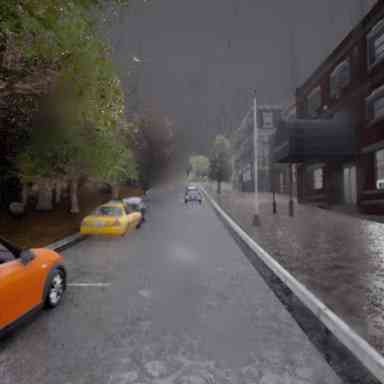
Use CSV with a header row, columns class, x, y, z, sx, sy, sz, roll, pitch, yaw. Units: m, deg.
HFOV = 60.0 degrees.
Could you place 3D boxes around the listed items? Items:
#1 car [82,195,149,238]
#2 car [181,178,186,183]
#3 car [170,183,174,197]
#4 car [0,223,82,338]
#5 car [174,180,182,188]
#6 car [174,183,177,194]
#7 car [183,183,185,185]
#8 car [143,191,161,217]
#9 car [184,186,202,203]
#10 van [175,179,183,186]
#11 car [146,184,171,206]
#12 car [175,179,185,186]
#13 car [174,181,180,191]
class,x,y,z,sx,sy,sz,roll,pitch,yaw
car,-3.633,1.186,15.964,1.946,1.575,5.366,1,2,2
car,-3.665,-2.460,88.519,2.435,2.045,5.566,0,3,2
car,-3.660,0.129,38.387,2.185,1.767,4.553,0,3,2
car,-3.629,1.307,4.943,2.185,1.767,4.553,2,1,2
car,-3.661,-1.074,66.277,2.163,1.488,4.792,0,3,2
car,-3.660,-0.014,43.982,2.231,1.521,4.892,0,3,2
car,-0.007,-0.177,48.291,1.812,1.442,4.674,0,3,0
car,-3.637,1.013,21.701,2.231,1.521,4.892,1,3,2
car,0.100,0.435,36.047,2.033,1.411,5.357,0,3,0
van,-3.663,-2.715,94.171,1.878,1.987,4.442,0,3,2
car,-3.659,0.395,32.822,2.185,1.767,4.553,0,3,2
car,-3.665,-1.931,82.934,2.097,1.535,5.008,0,3,2
car,-3.654,-0.567,55.303,1.946,1.575,5.366,0,3,2
